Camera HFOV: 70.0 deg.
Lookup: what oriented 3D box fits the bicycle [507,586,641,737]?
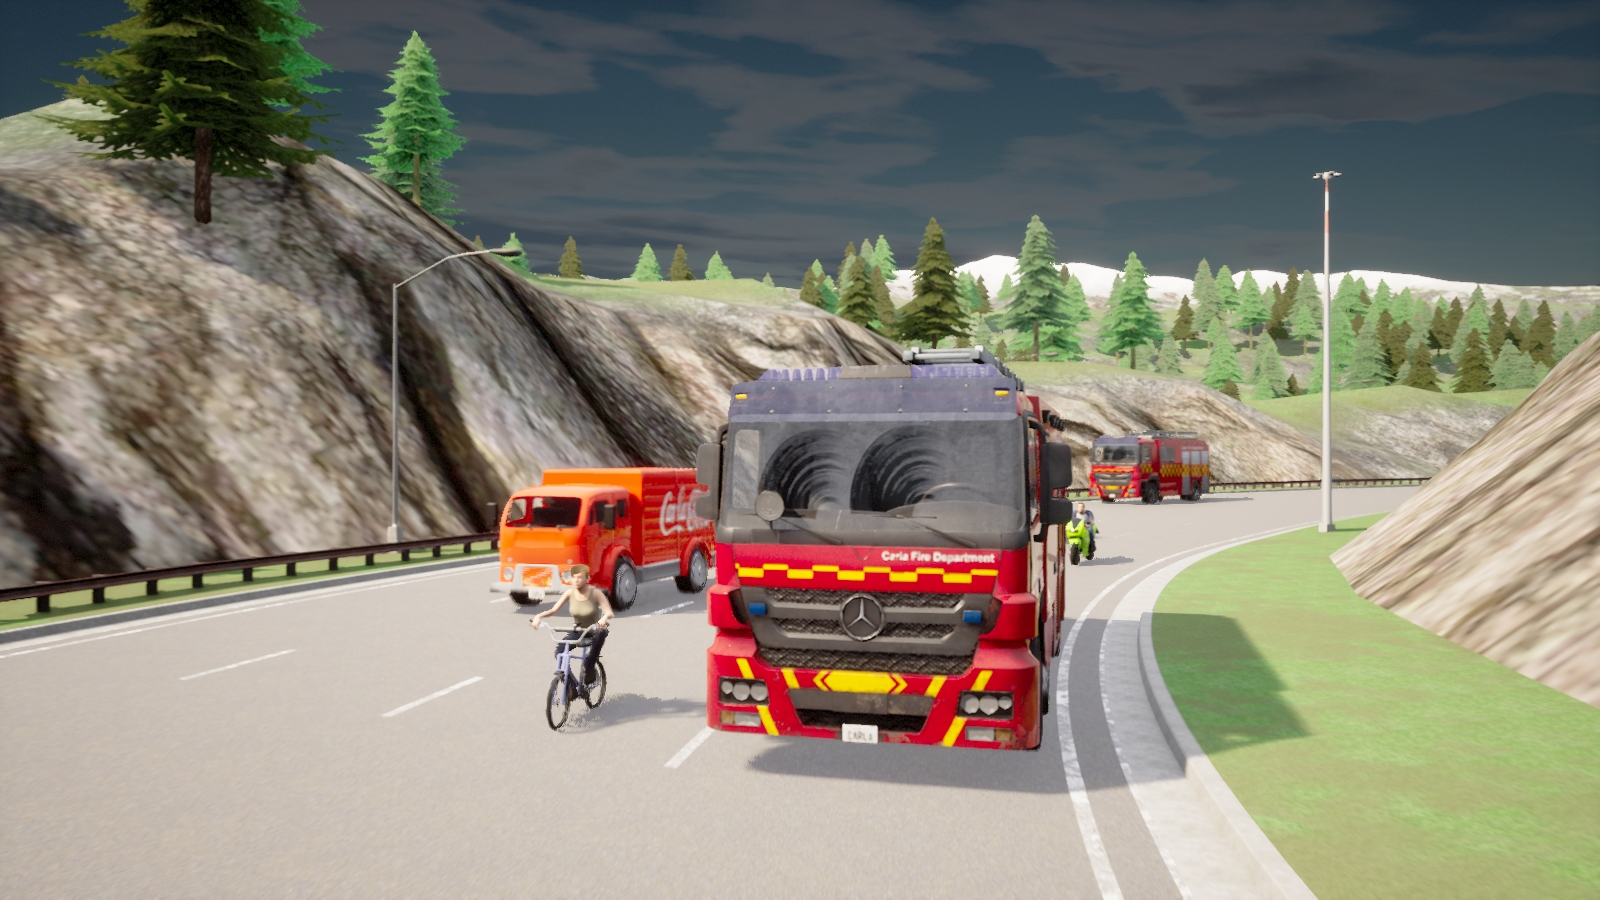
[{"bbox_3d":[-2.325,2.157,11.930,0.859,1.277,1.487,0,0,12],"label":"bicycle"}]

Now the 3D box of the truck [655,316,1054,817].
[{"bbox_3d":[1.282,0.890,13.196,2.891,3.827,8.468,0,0,15],"label":"truck"}]

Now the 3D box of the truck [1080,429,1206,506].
[{"bbox_3d":[18.484,0.891,61.143,2.891,3.827,8.468,0,0,44],"label":"truck"}]

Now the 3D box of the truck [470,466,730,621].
[{"bbox_3d":[-3.537,1.570,21.511,2.627,2.467,5.204,0,0,19],"label":"truck"}]

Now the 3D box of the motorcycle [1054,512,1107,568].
[{"bbox_3d":[6.936,2.186,28.164,0.803,1.199,2.033,0,0,28],"label":"motorcycle"}]
